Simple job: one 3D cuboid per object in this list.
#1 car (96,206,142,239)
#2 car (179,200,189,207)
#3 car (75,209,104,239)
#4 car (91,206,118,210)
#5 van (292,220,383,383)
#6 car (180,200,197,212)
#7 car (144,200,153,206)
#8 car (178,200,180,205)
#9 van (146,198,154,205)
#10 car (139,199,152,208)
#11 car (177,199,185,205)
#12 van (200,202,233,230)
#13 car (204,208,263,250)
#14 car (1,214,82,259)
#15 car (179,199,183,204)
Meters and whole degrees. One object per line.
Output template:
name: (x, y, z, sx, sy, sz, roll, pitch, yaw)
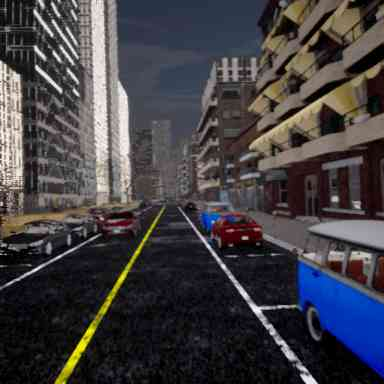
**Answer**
car: (-4.166, 1.863, 19.994, 1.812, 1.442, 4.674, -2, 0, -4)
car: (-1.702, 2.358, 69.961, 1.887, 1.381, 4.507, -2, -1, -4)
car: (-6.852, 1.968, 19.819, 2.008, 1.369, 4.403, -2, -1, -4)
car: (-7.212, 1.926, 25.332, 1.967, 1.590, 4.097, -2, -1, -4)
van: (2.571, 1.302, 3.832, 1.690, 1.788, 3.998, -2, -1, -4)
car: (-0.274, 2.084, 47.917, 1.947, 1.339, 4.313, -2, -1, -4)
car: (-11.129, 2.857, 85.950, 1.947, 1.339, 4.313, -2, -1, -4)
car: (-1.001, 2.192, 59.109, 1.752, 1.417, 4.829, -2, -1, -4)
van: (-11.494, 2.709, 91.463, 1.690, 1.788, 3.998, -2, -1, -4)
car: (-10.060, 2.630, 69.418, 1.947, 1.339, 4.313, -2, -1, -4)
car: (-2.772, 2.585, 86.493, 1.887, 1.381, 4.507, -2, -1, -4)
van: (1.501, 1.508, 20.364, 1.690, 1.788, 3.998, -2, -1, -4)
car: (1.864, 1.642, 14.851, 1.887, 1.381, 4.507, -2, -1, -4)
car: (-6.495, 1.899, 14.307, 2.008, 1.369, 4.403, -2, -1, -4)
car: (-0.643, 2.118, 53.597, 1.752, 1.417, 4.829, -2, -1, -4)
